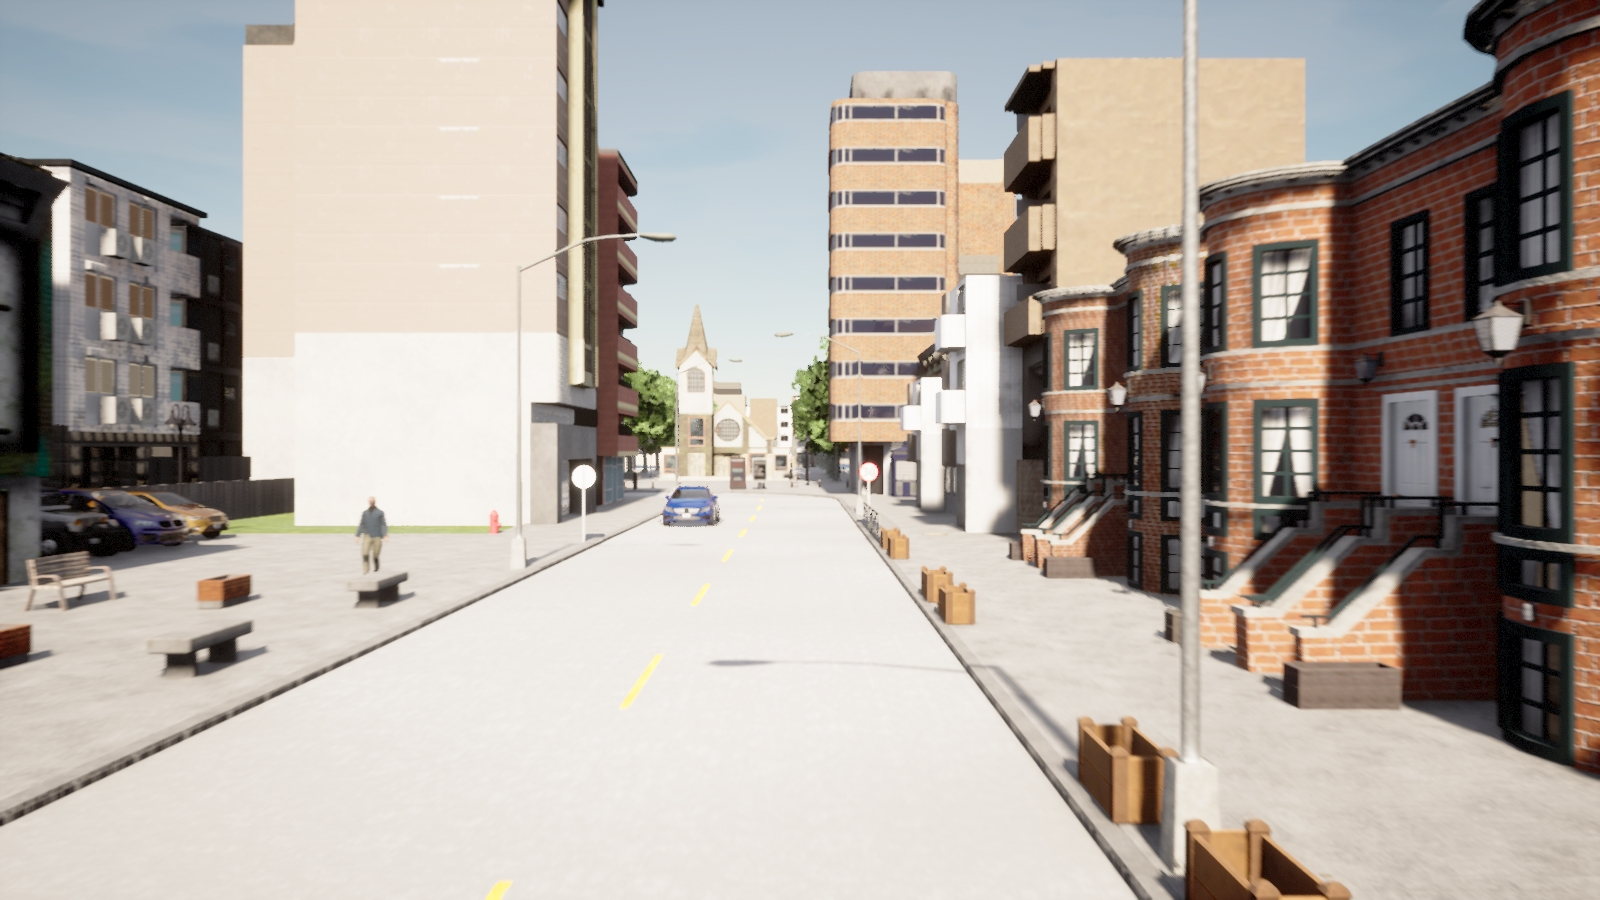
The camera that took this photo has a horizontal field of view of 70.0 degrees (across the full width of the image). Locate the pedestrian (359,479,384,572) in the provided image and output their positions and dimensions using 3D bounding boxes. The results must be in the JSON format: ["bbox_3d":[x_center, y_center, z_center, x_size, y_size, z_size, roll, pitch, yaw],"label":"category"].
[{"bbox_3d":[-8.657,1.525,23.108,0.375,1.860,0.375,0,0,-3],"label":"pedestrian"}]

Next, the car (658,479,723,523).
[{"bbox_3d":[-4.041,1.861,43.011,2.002,1.442,4.674,0,0,0],"label":"car"}]
